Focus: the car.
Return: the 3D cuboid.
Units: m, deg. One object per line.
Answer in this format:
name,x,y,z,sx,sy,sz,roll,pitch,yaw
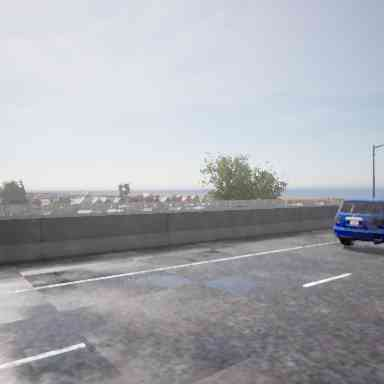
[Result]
car,8.292,1.255,14.083,5.566,2.045,2.150,0,0,-35
